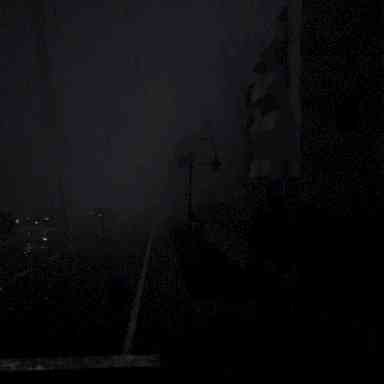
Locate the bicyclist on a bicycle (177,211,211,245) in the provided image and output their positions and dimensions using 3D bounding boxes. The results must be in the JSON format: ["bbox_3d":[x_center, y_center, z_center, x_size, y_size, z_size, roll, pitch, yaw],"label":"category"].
[{"bbox_3d":[0.092,1.720,15.879,1.656,1.620,0.582,1,-1,-6],"label":"bicyclist on a bicycle"}]

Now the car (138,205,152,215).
[{"bbox_3d":[-7.098,2.681,49.667,2.033,1.411,5.357,1,-1,-6],"label":"car"}]

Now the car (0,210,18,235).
[{"bbox_3d":[-11.155,1.745,18.032,1.837,1.490,4.892,1,-1,-6],"label":"car"}]

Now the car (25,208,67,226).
[{"bbox_3d":[-12.118,2.023,28.054,2.033,1.411,5.357,1,-1,-5],"label":"car"}]

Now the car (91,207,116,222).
[{"bbox_3d":[-9.064,2.262,34.229,1.994,1.385,4.181,1,-1,-6],"label":"car"}]
